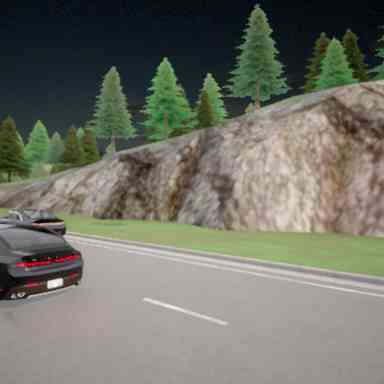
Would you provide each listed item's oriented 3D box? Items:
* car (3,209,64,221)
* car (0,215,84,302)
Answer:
[{"bbox_3d":[-7.549,1.522,14.992,4.902,1.511,2.128,0,0,40],"label":"car"},{"bbox_3d":[-4.531,1.520,7.972,4.892,1.490,1.837,0,0,39],"label":"car"}]
